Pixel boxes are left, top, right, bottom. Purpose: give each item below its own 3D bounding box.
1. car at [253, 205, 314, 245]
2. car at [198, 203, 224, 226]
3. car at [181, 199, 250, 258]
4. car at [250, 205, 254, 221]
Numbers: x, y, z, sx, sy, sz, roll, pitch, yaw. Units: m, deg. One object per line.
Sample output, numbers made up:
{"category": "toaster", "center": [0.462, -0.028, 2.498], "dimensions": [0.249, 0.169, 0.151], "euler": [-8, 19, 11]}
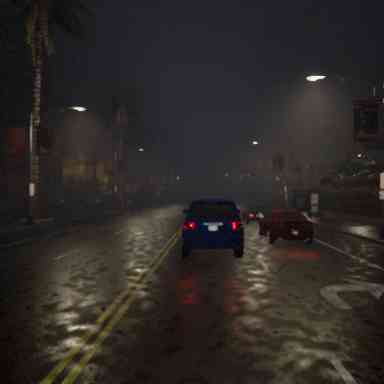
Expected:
{"category": "car", "center": [4.473, 1.596, 16.481], "dimensions": [1.882, 1.535, 5.008], "euler": [0, -1, 3]}
{"category": "car", "center": [1.507, 1.670, 26.252], "dimensions": [1.837, 1.490, 4.892], "euler": [0, 0, 3]}
{"category": "car", "center": [0.789, 1.301, 13.312], "dimensions": [2.150, 2.045, 5.566], "euler": [0, -1, 3]}
{"category": "car", "center": [5.019, 1.728, 26.430], "dimensions": [2.033, 1.411, 5.357], "euler": [0, 0, 3]}
